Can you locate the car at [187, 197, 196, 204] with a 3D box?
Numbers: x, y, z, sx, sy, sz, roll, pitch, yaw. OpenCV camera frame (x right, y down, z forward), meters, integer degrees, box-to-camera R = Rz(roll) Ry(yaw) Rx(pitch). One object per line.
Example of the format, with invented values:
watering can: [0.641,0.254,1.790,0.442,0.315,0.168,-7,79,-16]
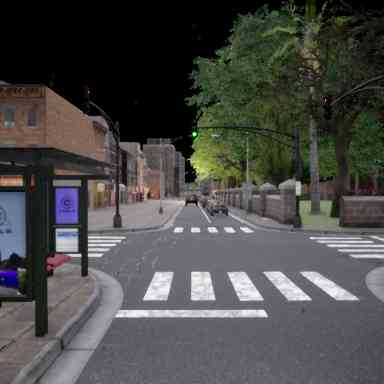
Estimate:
car: [-0.076,1.681,67.761,1.837,1.490,4.892,0,0,0]

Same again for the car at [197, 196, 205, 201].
car: [2.517,1.908,92.737,1.947,1.339,4.313,-1,0,0]

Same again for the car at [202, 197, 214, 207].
car: [2.562,1.637,54.756,1.752,1.417,4.829,-1,0,0]

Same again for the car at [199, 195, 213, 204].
car: [2.564,1.402,49.136,2.192,1.841,5.009,-1,0,0]

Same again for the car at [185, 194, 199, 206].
car: [-0.065,1.345,57.372,2.150,2.045,5.566,0,0,0]

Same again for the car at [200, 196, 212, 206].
car: [2.554,1.576,60.037,1.967,1.590,4.097,-1,0,0]

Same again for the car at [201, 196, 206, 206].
car: [2.575,1.616,43.686,2.008,1.369,4.403,-1,0,0]

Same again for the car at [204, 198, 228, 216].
car: [2.588,1.584,32.785,2.008,1.369,4.403,-1,0,0]

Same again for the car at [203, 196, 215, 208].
car: [2.581,1.574,38.404,1.752,1.417,4.829,-1,0,0]

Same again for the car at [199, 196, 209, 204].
car: [2.540,1.635,70.937,1.967,1.590,4.097,-1,0,0]

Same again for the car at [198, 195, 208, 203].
car: [2.531,1.543,76.388,2.192,1.841,5.009,-1,0,0]
